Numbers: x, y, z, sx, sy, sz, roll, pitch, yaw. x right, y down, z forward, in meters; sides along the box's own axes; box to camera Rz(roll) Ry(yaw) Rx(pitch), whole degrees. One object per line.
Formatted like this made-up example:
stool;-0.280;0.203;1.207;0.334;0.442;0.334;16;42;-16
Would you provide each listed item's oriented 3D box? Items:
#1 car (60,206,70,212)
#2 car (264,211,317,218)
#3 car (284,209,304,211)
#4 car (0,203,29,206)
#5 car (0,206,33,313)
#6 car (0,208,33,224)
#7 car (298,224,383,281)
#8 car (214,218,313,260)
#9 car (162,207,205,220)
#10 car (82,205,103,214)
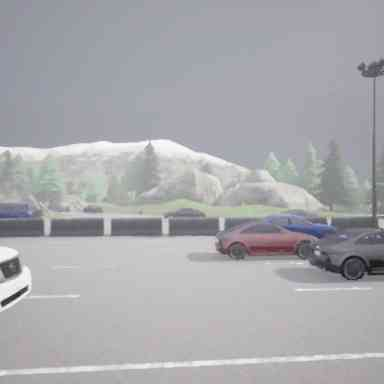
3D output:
car;-27.793;3.808;72.949;1.812;1.442;4.674;2;-4;-18
car;5.052;1.939;17.267;5.008;1.535;1.882;0;-2;-6
car;10.684;2.555;35.604;5.357;1.411;2.033;0;-2;-6
car;-17.078;1.995;29.351;5.566;2.045;2.150;0;-2;-6
car;-5.836;1.346;5.650;5.566;2.045;2.150;0;-2;-6
car;-18.646;2.357;32.705;4.902;1.511;2.128;0;-2;-6
car;5.788;1.830;10.305;4.181;1.385;1.994;0;-2;-6
car;2.997;1.917;13.545;4.181;1.385;1.994;0;-2;-6
car;-0.939;2.540;37.973;4.892;1.490;1.837;1;-2;-6
car;-16.390;2.839;54.979;4.674;1.442;1.812;-2;-3;45
